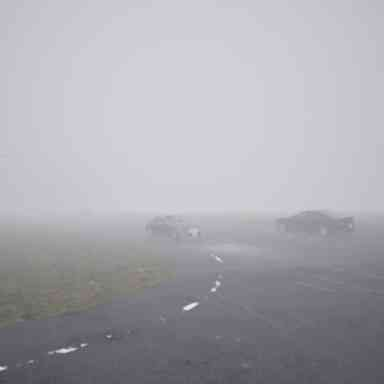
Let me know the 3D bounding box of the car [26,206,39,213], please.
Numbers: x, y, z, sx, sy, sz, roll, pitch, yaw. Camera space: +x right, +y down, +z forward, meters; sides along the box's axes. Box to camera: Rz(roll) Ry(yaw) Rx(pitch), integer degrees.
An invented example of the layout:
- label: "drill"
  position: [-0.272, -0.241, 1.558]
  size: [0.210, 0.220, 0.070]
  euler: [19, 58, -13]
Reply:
- label: "car"
  position: [-37.097, 4.191, 76.811]
  size: [1.895, 1.301, 4.718]
  euler: [-2, -1, -30]

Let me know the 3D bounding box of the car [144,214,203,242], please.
- label: "car"
  position: [-1.264, 2.180, 20.976]
  size: [2.128, 1.511, 4.902]
  euler: [-2, -1, -35]

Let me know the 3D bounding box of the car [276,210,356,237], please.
- label: "car"
  position: [7.489, 1.844, 20.725]
  size: [1.882, 1.535, 5.008]
  euler: [-2, -1, -35]

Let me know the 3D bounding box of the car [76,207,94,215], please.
- label: "car"
  position: [-18.593, 3.275, 57.583]
  size: [1.895, 1.301, 4.718]
  euler: [-2, -1, -35]
